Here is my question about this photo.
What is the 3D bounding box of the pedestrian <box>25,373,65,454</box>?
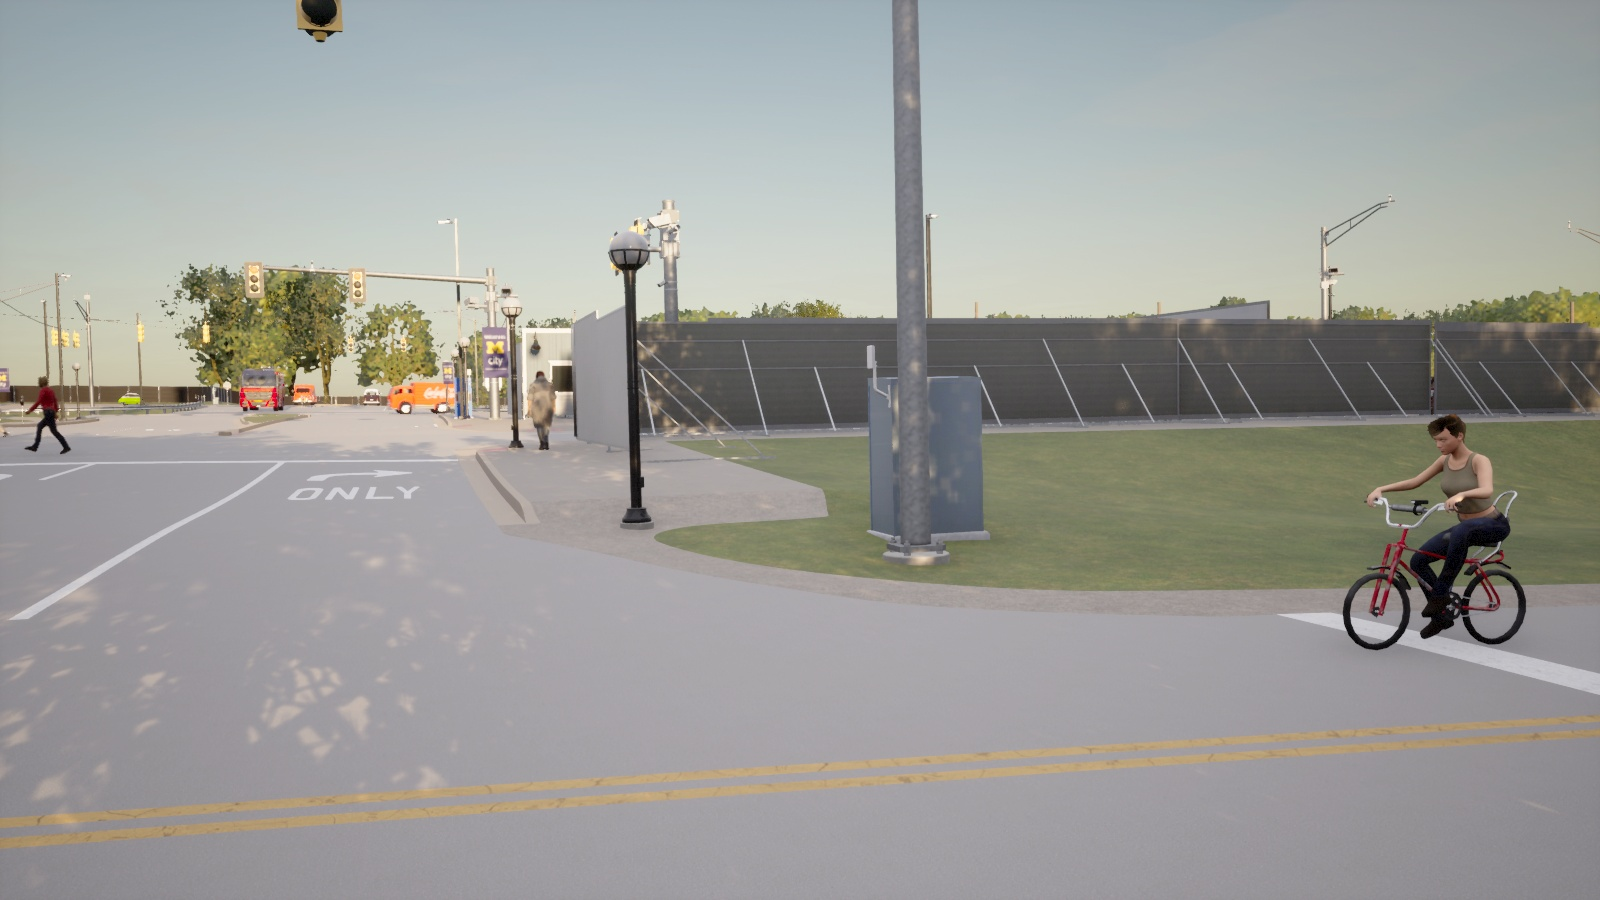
[{"bbox_3d":[-17.526,-0.855,29.153,0.636,1.846,0.331,-2,2,-11],"label":"pedestrian"}]

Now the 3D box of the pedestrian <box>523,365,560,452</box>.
[{"bbox_3d":[-5.927,-0.960,28.796,0.659,1.952,0.873,-2,2,-19],"label":"pedestrian"}]

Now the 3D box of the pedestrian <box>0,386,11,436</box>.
[{"bbox_3d":[-30.036,-1.444,46.699,0.900,1.855,0.874,-2,2,-15],"label":"pedestrian"}]

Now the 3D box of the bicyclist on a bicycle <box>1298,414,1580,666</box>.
[{"bbox_3d":[4.374,0.569,8.649,1.509,1.612,0.866,0,1,-14],"label":"bicyclist on a bicycle"}]
